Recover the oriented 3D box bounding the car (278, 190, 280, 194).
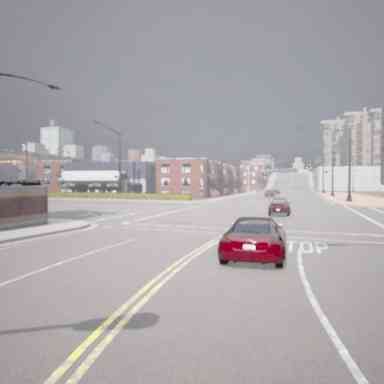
[{"bbox_3d":[19.621,-0.042,77.989,1.994,1.385,4.181,1,2,18],"label":"car"}]

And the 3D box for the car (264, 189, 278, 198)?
[{"bbox_3d":[14.693,0.314,62.786,1.837,1.490,4.892,1,2,18],"label":"car"}]

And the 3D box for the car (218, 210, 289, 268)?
[{"bbox_3d":[2.149,1.520,11.333,1.994,1.385,4.181,1,0,15],"label":"car"}]

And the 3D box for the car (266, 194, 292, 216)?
[{"bbox_3d":[7.886,1.256,29.873,1.812,1.442,4.674,1,2,18],"label":"car"}]
